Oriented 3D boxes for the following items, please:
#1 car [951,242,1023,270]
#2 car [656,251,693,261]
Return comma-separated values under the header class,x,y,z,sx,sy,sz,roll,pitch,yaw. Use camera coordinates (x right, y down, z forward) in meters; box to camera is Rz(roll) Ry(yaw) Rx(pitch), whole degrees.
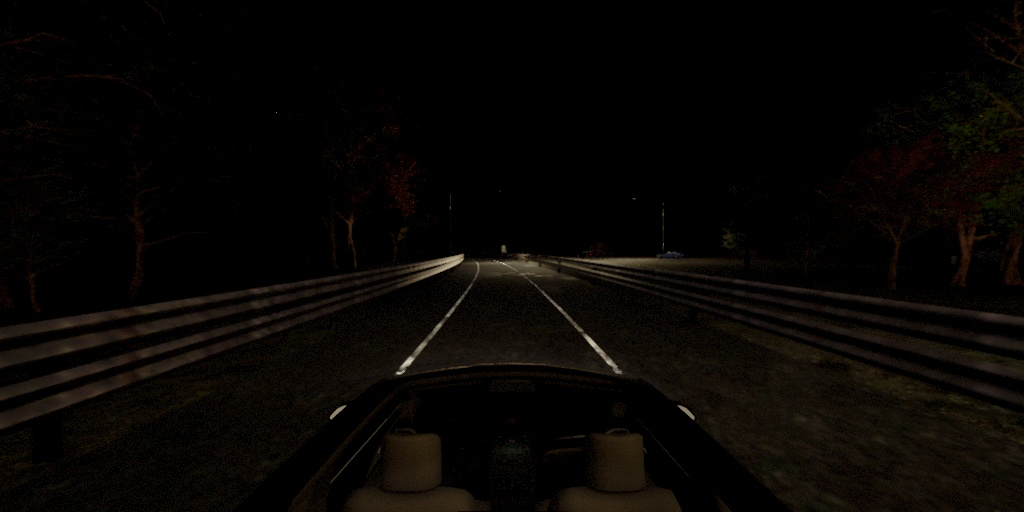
class,x,y,z,sx,sy,sz,roll,pitch,yaw
car,37.486,-0.065,26.944,2.150,2.045,5.566,-1,1,-26
car,24.250,-0.117,53.819,2.033,1.411,5.357,-1,1,-26
